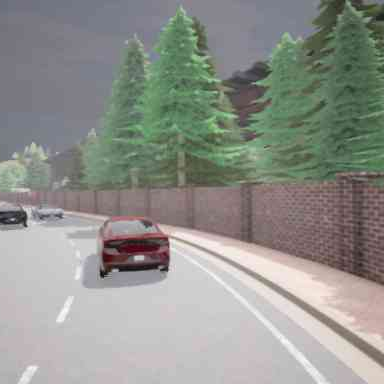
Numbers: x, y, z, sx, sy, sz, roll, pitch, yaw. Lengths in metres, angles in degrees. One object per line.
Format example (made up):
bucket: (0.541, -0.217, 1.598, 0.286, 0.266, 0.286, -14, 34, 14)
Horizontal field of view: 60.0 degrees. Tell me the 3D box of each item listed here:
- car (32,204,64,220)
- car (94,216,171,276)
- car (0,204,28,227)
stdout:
car: (-13.031, 1.735, 29.872, 1.895, 1.301, 4.718, -1, 0, -35)
car: (-2.029, 1.496, 10.619, 1.882, 1.535, 5.008, 0, 0, -17)
car: (-12.881, 1.614, 23.414, 1.882, 1.535, 5.008, -1, 0, -34)
